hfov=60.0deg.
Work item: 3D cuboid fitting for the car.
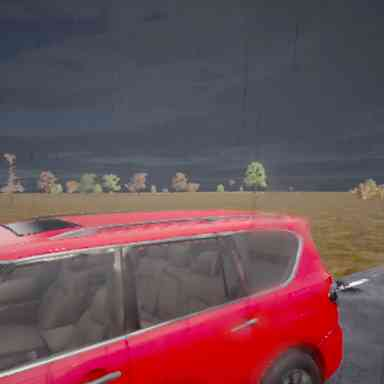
[{"bbox_3d":[-1.038,1.225,2.690,5.566,2.045,2.150,0,0,-36],"label":"car"}]
